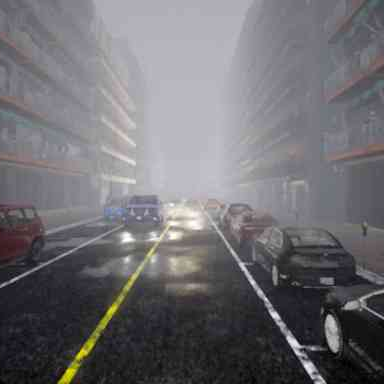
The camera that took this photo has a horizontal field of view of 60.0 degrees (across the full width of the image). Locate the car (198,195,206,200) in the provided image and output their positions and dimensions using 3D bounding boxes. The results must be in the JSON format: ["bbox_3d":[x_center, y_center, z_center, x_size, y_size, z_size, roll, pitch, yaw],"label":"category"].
[{"bbox_3d":[2.677,1.464,88.081,2.008,1.369,4.403,0,0,0],"label":"car"}]

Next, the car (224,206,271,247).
[{"bbox_3d":[2.689,1.502,14.481,1.887,1.381,4.507,0,0,0],"label":"car"}]

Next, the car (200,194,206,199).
[{"bbox_3d":[2.683,1.447,54.111,1.887,1.381,4.507,0,0,0],"label":"car"}]

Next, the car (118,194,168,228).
[{"bbox_3d":[-3.100,1.161,22.207,2.150,2.045,5.566,0,0,0],"label":"car"}]

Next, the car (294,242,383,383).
[{"bbox_3d":[2.690,1.541,3.155,2.008,1.369,4.403,0,0,0],"label":"car"}]

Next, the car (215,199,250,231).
[{"bbox_3d":[2.688,1.382,20.140,1.967,1.590,4.097,0,0,0],"label":"car"}]

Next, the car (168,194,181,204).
[{"bbox_3d":[-3.027,1.499,62.648,1.895,1.301,4.718,0,0,1],"label":"car"}]

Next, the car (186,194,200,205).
[{"bbox_3d":[-0.005,1.391,57.354,2.128,1.511,4.902,0,0,0],"label":"car"}]

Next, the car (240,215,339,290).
[{"bbox_3d":[2.690,1.525,8.818,2.008,1.369,4.403,0,0,0],"label":"car"}]

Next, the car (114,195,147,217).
[{"bbox_3d":[-5.695,1.236,31.484,2.192,1.841,5.009,0,0,0],"label":"car"}]

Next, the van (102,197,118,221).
[{"bbox_3d":[-5.693,1.269,25.824,1.690,1.788,3.998,0,0,0],"label":"van"}]

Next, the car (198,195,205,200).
[{"bbox_3d":[2.677,1.471,93.742,2.008,1.369,4.403,0,0,0],"label":"car"}]

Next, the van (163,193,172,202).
[{"bbox_3d":[-5.702,1.241,76.780,1.690,1.788,3.998,0,0,0],"label":"van"}]

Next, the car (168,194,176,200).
[{"bbox_3d":[-5.704,1.360,93.765,1.967,1.590,4.097,0,0,0],"label":"car"}]

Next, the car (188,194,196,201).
[{"bbox_3d":[-0.008,1.298,77.132,1.812,1.442,4.674,0,0,0],"label":"car"}]

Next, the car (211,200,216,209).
[{"bbox_3d":[2.687,1.511,25.804,1.802,1.307,4.206,0,0,0],"label":"car"}]

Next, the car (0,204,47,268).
[{"bbox_3d":[-5.691,1.288,8.837,2.192,1.841,5.009,0,0,0],"label":"car"}]

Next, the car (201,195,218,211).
[{"bbox_3d":[2.356,1.391,38.751,1.882,1.535,5.008,0,0,0],"label":"car"}]

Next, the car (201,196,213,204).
[{"bbox_3d":[2.682,1.443,59.776,1.887,1.381,4.507,0,0,0],"label":"car"}]
